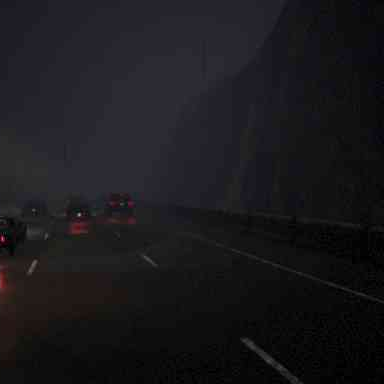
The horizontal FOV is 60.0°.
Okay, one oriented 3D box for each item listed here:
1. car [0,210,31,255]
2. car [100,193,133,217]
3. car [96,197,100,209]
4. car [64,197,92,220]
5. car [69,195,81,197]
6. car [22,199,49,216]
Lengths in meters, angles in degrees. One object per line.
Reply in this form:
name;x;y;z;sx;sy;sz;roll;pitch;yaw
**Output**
car;-7.685;1.600;12.979;1.895;1.301;4.718;0;0;-21
car;-6.874;1.122;30.653;2.150;2.045;5.566;0;0;-20
car;-10.688;1.263;40.759;1.882;1.535;5.008;0;1;-21
car;-9.314;1.427;27.207;1.837;1.490;4.892;0;0;-21
car;-13.718;1.149;38.875;2.097;1.767;4.553;0;1;-21
car;-14.271;1.361;30.429;1.882;1.535;5.008;0;0;-21
